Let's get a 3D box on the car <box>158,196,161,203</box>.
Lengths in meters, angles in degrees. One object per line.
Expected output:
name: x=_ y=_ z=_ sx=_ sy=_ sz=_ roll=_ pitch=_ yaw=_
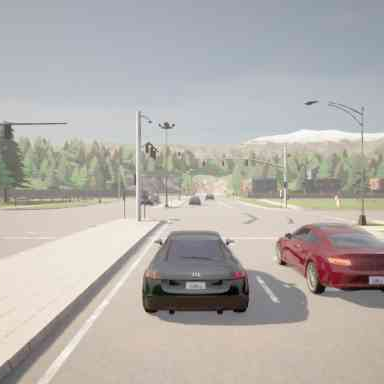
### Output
car: x=-7.393 y=1.504 z=66.737 sx=1.837 sy=1.490 sz=4.892 roll=0 pitch=0 yaw=1

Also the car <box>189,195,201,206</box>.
car: x=0.491 y=1.563 z=56.673 sx=1.994 sy=1.385 sz=4.181 roll=0 pitch=0 yaw=1

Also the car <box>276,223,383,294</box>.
car: x=3.554 y=1.526 z=8.673 sx=1.812 sy=1.442 sz=4.674 roll=0 pitch=0 yaw=0

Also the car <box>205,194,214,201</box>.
car: x=4.335 y=1.188 z=82.024 sx=2.097 sy=1.767 sz=4.553 roll=0 pitch=0 yaw=1

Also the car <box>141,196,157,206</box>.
car: x=-7.576 y=1.600 z=56.299 sx=1.895 sy=1.301 sz=4.718 roll=0 pitch=0 yaw=1

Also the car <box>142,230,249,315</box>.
car: x=0.056 y=1.564 z=7.669 sx=1.994 sy=1.385 sz=4.181 roll=0 pitch=0 yaw=0

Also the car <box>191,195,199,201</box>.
car: x=0.836 y=1.428 z=82.129 sx=1.895 sy=1.301 sz=4.718 roll=0 pitch=0 yaw=1
